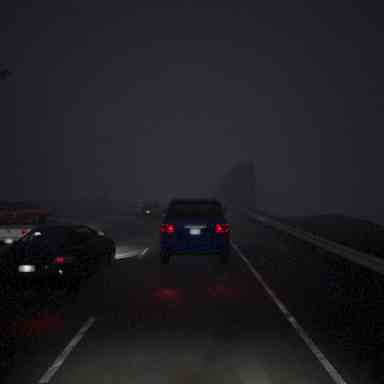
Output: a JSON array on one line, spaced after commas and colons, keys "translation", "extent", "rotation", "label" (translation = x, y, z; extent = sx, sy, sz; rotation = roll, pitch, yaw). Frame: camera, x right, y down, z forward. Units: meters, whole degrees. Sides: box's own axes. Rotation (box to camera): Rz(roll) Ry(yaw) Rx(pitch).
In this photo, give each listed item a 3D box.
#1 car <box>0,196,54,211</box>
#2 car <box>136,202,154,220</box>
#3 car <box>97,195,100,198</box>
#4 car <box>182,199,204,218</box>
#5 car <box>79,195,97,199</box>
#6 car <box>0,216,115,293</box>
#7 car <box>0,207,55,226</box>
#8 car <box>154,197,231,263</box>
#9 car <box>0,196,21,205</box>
[{"translation": [-10.408, 1.305, 20.068], "extent": [2.097, 1.767, 4.553], "rotation": [0, 0, 0], "label": "car"}, {"translation": [-3.413, 1.500, 27.756], "extent": [1.994, 1.385, 4.181], "rotation": [0, 0, 0], "label": "car"}, {"translation": [-23.912, 1.352, 81.883], "extent": [1.994, 1.385, 4.181], "rotation": [0, 0, 1], "label": "car"}, {"translation": [0.085, 1.435, 30.384], "extent": [1.837, 1.490, 4.892], "rotation": [0, 0, 0], "label": "car"}, {"translation": [-20.794, 1.403, 65.009], "extent": [1.994, 1.385, 4.181], "rotation": [0, 0, 1], "label": "car"}, {"translation": [-3.404, 1.543, 8.857], "extent": [1.994, 1.385, 4.181], "rotation": [0, 0, 0], "label": "car"}, {"translation": [-6.908, 1.566, 14.812], "extent": [1.895, 1.301, 4.718], "rotation": [0, 0, 0], "label": "car"}, {"translation": [0.105, 1.194, 11.974], "extent": [2.150, 2.045, 5.566], "rotation": [0, 0, 0], "label": "car"}, {"translation": [-31.473, 1.415, 56.590], "extent": [2.033, 1.411, 5.357], "rotation": [0, 0, 1], "label": "car"}]
